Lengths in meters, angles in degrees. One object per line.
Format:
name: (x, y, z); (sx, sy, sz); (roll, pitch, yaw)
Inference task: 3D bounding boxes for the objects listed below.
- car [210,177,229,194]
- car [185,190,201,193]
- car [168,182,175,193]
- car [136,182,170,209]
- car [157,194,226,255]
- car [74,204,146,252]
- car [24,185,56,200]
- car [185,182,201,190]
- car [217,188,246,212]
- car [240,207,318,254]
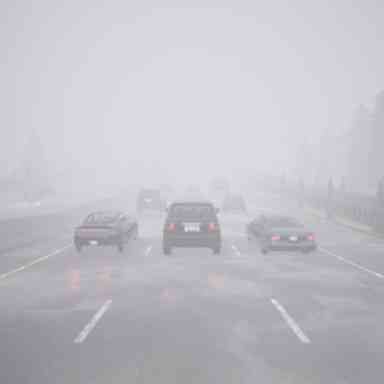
car: (3.637, -1.002, 43.971); (2.150, 2.045, 5.566); (0, 7, 0)
car: (0.061, 0.900, 29.239); (1.994, 1.385, 4.181); (0, 5, 0)
car: (-3.363, -0.651, 44.010); (1.994, 1.385, 4.181); (0, 7, 0)
car: (-3.445, 0.578, 28.911); (2.150, 2.045, 5.566); (0, 5, 0)
car: (0.001, 1.281, 13.984); (2.150, 2.045, 5.566); (0, 1, 0)
car: (-3.496, 1.553, 14.269); (2.128, 1.511, 4.902); (0, 1, 0)
car: (-17.403, -0.040, 38.193); (2.128, 1.511, 4.902); (0, 6, 1)
car: (0.137, -0.651, 43.990); (1.994, 1.385, 4.181); (0, 7, 0)
car: (3.560, 0.832, 29.163); (2.128, 1.511, 4.902); (0, 5, 0)
car: (3.501, 1.612, 13.972); (2.033, 1.411, 5.357); (0, 1, 0)
